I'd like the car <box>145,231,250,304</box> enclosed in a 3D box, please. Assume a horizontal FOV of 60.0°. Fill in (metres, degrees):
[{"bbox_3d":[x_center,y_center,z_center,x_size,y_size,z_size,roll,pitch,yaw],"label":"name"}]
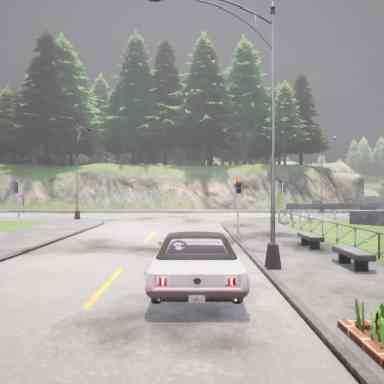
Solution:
[{"bbox_3d":[0.095,1.601,8.098,1.895,1.301,4.718,0,0,0],"label":"car"}]
